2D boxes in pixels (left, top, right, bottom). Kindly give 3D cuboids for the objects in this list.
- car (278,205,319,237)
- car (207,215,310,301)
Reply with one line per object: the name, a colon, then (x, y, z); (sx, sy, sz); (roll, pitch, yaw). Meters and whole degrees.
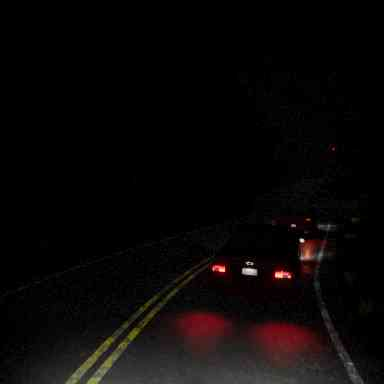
car: (5.932, 1.487, 18.482); (1.882, 1.535, 5.008); (2, 1, 23)
car: (1.860, 1.549, 8.631); (2.033, 1.411, 5.357); (2, 0, 18)
